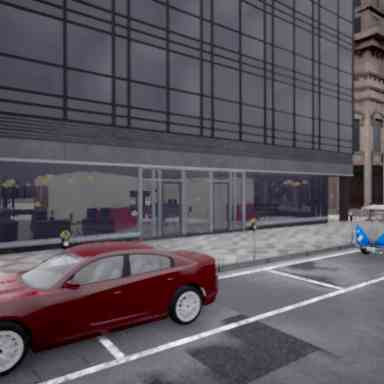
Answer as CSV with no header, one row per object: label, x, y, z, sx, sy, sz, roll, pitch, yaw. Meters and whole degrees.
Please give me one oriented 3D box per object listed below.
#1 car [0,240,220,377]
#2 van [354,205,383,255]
car,-1.596,1.543,5.513,4.507,1.381,1.887,0,0,-35
van,7.527,1.332,12.019,3.998,1.788,1.690,0,0,-35
